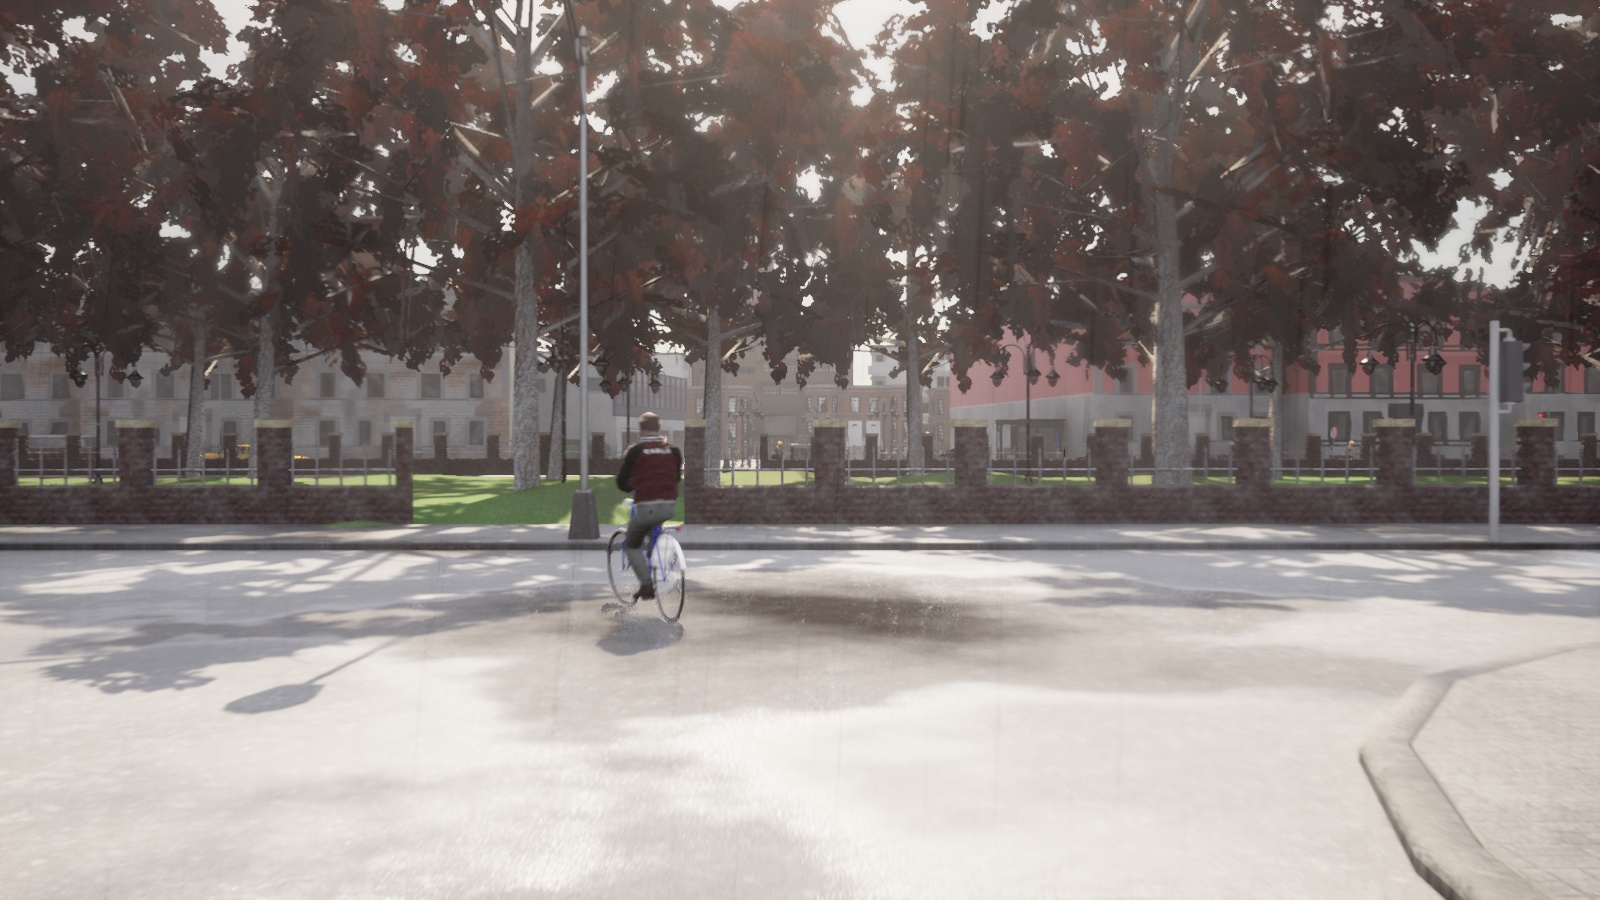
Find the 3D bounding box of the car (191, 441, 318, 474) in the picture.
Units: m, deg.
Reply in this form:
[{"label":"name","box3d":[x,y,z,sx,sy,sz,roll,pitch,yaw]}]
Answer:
[{"label":"car","box3d":[-26.393,0.343,60.823,5.366,1.575,1.801,0,0,0]}]

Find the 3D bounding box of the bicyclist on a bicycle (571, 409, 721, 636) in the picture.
[{"label":"bicyclist on a bicycle","box3d":[-1.373,0.559,10.860,0.659,1.776,1.843,-2,1,-27]}]

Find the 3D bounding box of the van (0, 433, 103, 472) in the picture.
[{"label":"van","box3d":[-38.733,0.123,64.866,4.442,1.987,1.775,0,0,0]}]
